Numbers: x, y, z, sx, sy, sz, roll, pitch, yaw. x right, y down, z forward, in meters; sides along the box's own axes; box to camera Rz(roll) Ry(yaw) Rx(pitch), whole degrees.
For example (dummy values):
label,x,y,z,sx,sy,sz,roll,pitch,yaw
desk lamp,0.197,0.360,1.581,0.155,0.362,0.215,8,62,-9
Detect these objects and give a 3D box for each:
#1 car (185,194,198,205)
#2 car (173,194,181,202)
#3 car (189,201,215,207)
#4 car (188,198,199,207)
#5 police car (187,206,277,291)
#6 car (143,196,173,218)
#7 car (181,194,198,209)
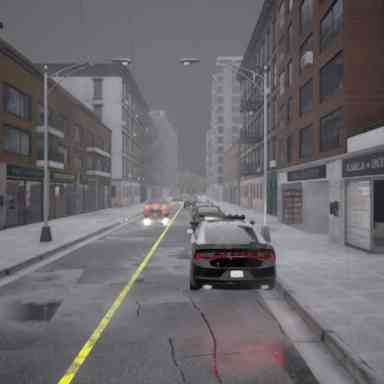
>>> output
label,x,y,z,sx,sy,sz,roll,pitch,yaw
car,-0.086,1.307,59.548,2.097,1.767,4.553,0,0,0
car,-3.103,1.294,70.740,2.097,1.767,4.553,0,0,0
car,0.873,1.499,19.071,1.837,1.490,4.892,0,0,0
car,0.864,1.468,25.071,1.882,1.535,5.008,0,0,0
police car,0.888,1.423,9.181,1.930,1.638,5.238,0,0,0
car,-3.143,1.338,30.391,2.097,1.767,4.553,0,0,0
car,-0.054,1.323,45.961,2.097,1.767,4.553,0,0,0
